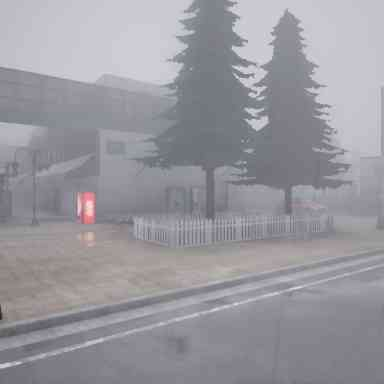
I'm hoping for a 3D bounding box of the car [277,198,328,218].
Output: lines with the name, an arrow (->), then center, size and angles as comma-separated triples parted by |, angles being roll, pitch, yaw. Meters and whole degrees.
car -> 9.958, 1.337, 30.129 | 2.097, 1.767, 4.553 | 0, 0, -34
